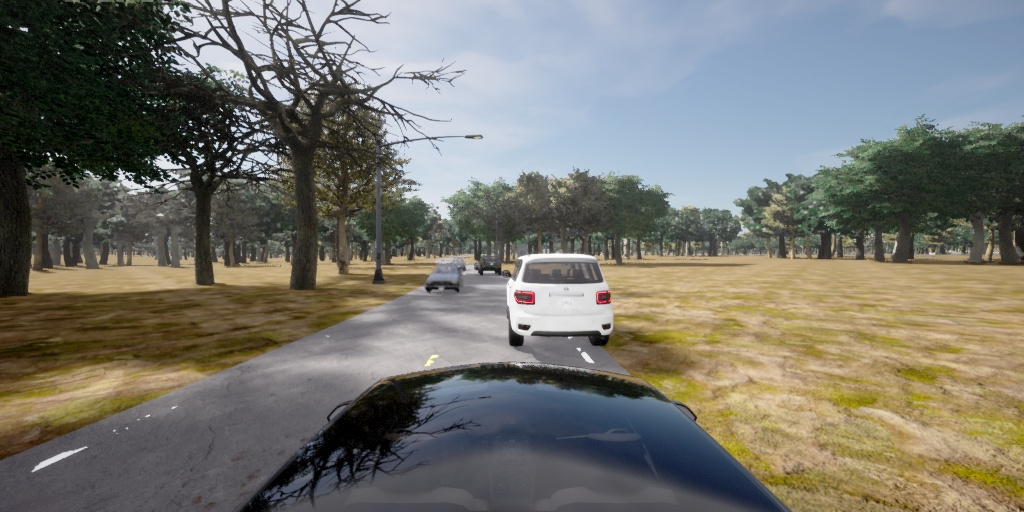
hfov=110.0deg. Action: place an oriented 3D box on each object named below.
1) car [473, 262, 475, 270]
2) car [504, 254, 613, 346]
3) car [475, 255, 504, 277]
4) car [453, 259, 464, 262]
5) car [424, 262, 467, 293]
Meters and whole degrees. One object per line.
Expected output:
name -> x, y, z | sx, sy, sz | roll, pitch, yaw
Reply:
car -> -4.035, 1.194, 48.061 | 1.994, 1.385, 4.181 | 0, 0, -10
car -> 0.959, 0.968, 9.513 | 2.150, 2.045, 5.566 | 0, 0, -2
car -> -2.392, 0.900, 37.752 | 2.150, 2.045, 5.566 | 0, 0, -9
car -> -6.920, 1.139, 46.384 | 2.128, 1.511, 4.902 | 0, 0, -10
car -> -3.830, 1.279, 21.124 | 2.033, 1.411, 5.357 | 0, 0, -4
